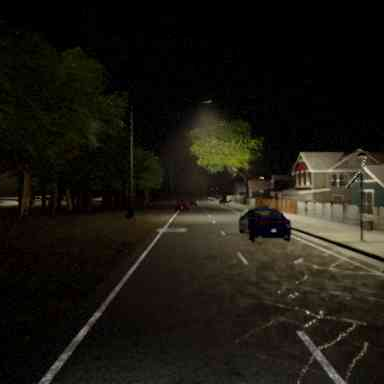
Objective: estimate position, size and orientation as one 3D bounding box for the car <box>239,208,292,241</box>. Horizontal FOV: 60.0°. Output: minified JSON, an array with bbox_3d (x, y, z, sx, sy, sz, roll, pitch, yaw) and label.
[{"bbox_3d":[3.594,1.549,17.063,1.882,1.535,5.008,0,0,0],"label":"car"}]

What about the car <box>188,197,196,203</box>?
[{"bbox_3d":[-0.029,1.846,80.910,2.033,1.411,5.357,0,0,0],"label":"car"}]

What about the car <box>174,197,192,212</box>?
[{"bbox_3d":[-1.240,1.746,43.083,1.812,1.442,4.674,0,0,0],"label":"car"}]

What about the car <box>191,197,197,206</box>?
[{"bbox_3d":[-0.022,1.906,61.383,2.033,1.411,5.357,0,0,0],"label":"car"}]
